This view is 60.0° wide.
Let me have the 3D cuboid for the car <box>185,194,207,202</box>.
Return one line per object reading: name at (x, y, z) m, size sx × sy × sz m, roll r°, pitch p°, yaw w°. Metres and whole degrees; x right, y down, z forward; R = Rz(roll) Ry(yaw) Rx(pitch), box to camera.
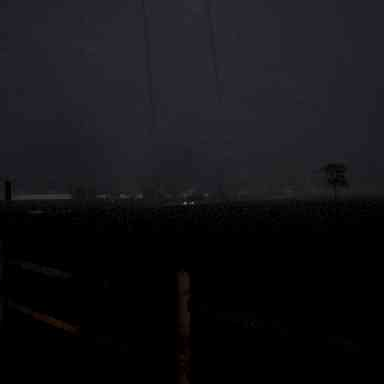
car at (0.757, 1.114, 59.412) m, size 1.837 × 1.490 × 4.892 m, roll -2°, pitch 0°, yaw 35°
